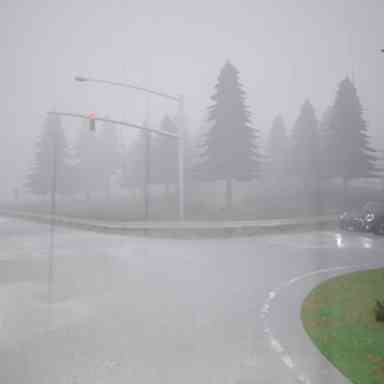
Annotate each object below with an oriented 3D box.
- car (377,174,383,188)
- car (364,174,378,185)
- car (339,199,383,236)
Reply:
[{"bbox_3d":[23.056,-0.801,36.035,2.150,2.045,5.566,0,6,0],"label":"car"},{"bbox_3d":[27.825,-2.118,51.387,2.150,2.045,5.566,0,5,25],"label":"car"},{"bbox_3d":[9.879,1.141,17.148,4.553,1.767,2.097,-2,1,-21],"label":"car"}]
